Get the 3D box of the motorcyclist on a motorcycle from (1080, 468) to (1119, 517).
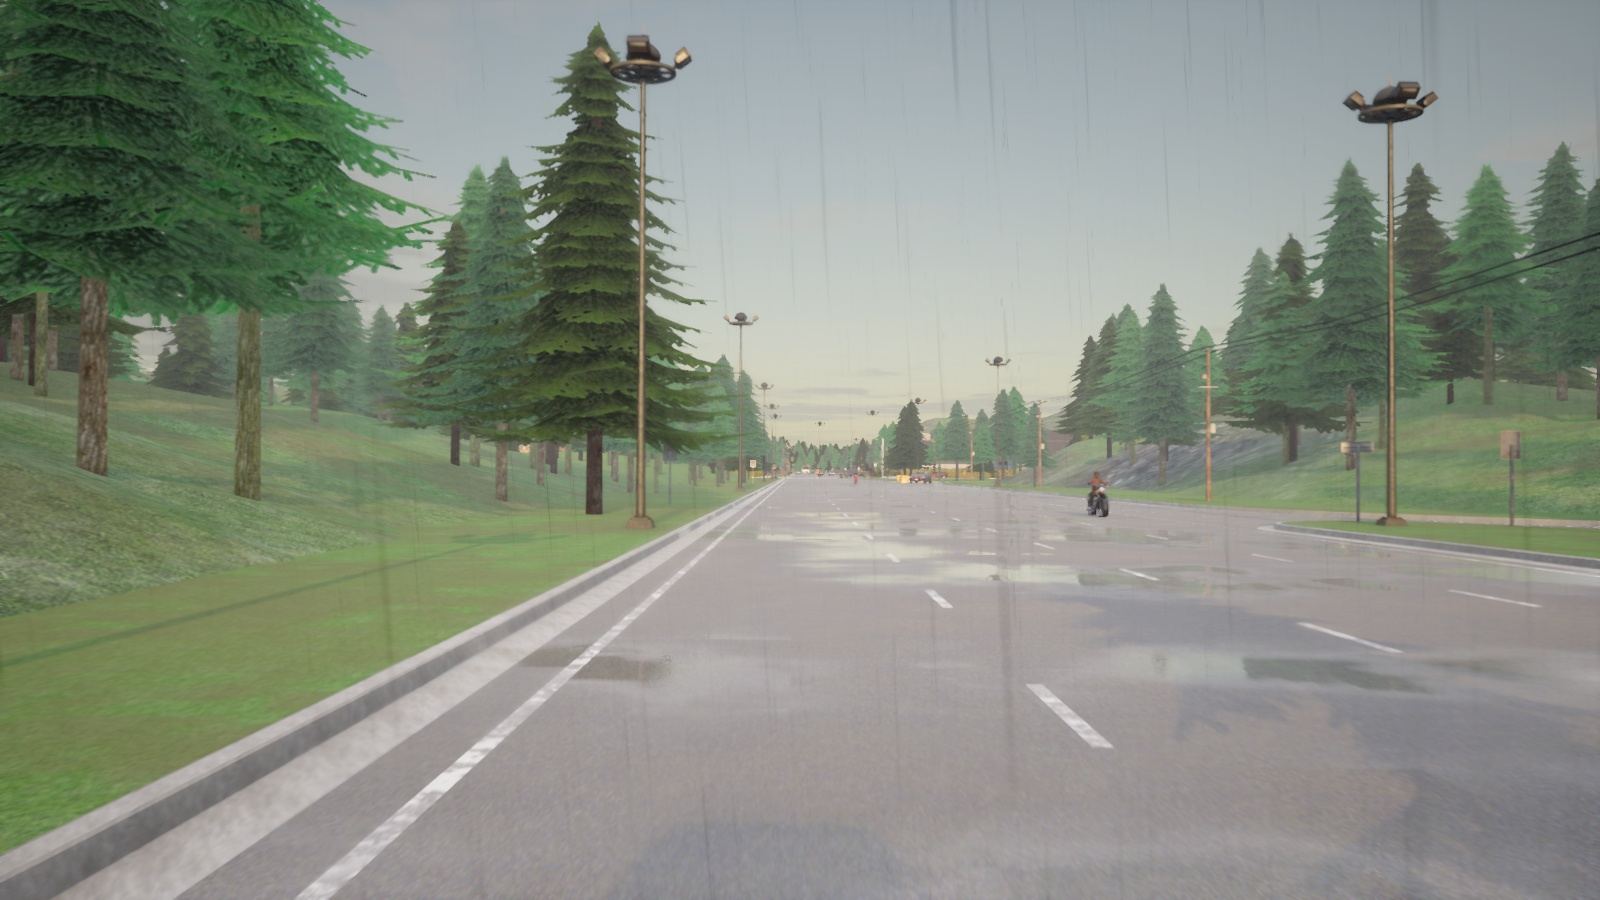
[{"bbox_3d":[10.394,1.454,43.639,0.766,1.649,2.350,0,-1,0],"label":"motorcyclist on a motorcycle"}]
